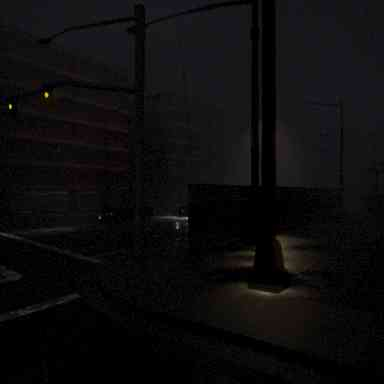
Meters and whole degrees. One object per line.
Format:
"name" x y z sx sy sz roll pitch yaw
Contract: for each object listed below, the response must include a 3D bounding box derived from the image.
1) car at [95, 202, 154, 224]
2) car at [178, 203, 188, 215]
"car" -4.902 1.491 24.767 2.128 1.511 4.902 0 0 35
"car" 0.537 1.505 32.511 1.837 1.490 4.892 0 0 35
